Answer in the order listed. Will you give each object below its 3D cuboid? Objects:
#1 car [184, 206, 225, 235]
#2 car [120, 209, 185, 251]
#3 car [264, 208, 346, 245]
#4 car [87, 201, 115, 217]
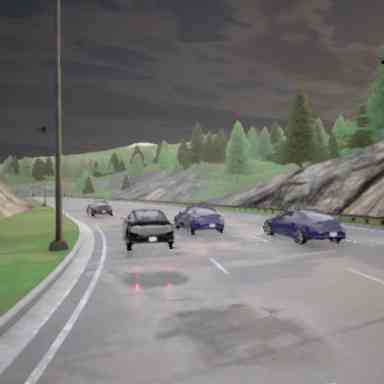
[{"bbox_3d":[0.337,1.494,18.756,1.812,1.442,4.674,0,0,-17],"label":"car"},{"bbox_3d":[-2.002,1.483,14.306,2.128,1.511,4.902,0,0,-14],"label":"car"},{"bbox_3d":[4.973,1.467,15.146,1.812,1.442,4.674,0,0,-13],"label":"car"},{"bbox_3d":[-8.676,1.537,31.172,1.812,1.442,4.674,0,0,-25],"label":"car"}]
